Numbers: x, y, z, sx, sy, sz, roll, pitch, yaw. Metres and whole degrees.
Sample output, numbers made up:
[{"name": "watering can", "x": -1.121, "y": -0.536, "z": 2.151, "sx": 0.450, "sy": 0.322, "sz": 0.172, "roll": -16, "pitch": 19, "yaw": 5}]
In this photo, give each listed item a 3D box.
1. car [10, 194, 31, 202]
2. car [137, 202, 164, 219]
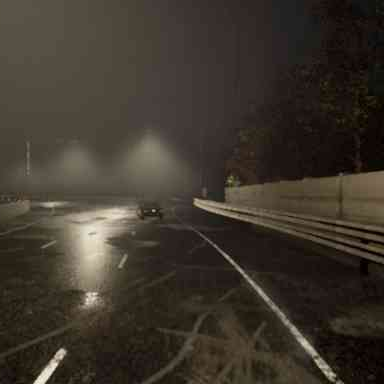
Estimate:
[{"name": "car", "x": -40.010, "y": 1.620, "z": 77.629, "sx": 4.181, "sy": 1.385, "sz": 1.994, "roll": 0, "pitch": 0, "yaw": 43}, {"name": "car", "x": -3.687, "y": 1.554, "z": 28.816, "sx": 2.033, "sy": 1.411, "sz": 5.357, "roll": 0, "pitch": 0, "yaw": -15}]
